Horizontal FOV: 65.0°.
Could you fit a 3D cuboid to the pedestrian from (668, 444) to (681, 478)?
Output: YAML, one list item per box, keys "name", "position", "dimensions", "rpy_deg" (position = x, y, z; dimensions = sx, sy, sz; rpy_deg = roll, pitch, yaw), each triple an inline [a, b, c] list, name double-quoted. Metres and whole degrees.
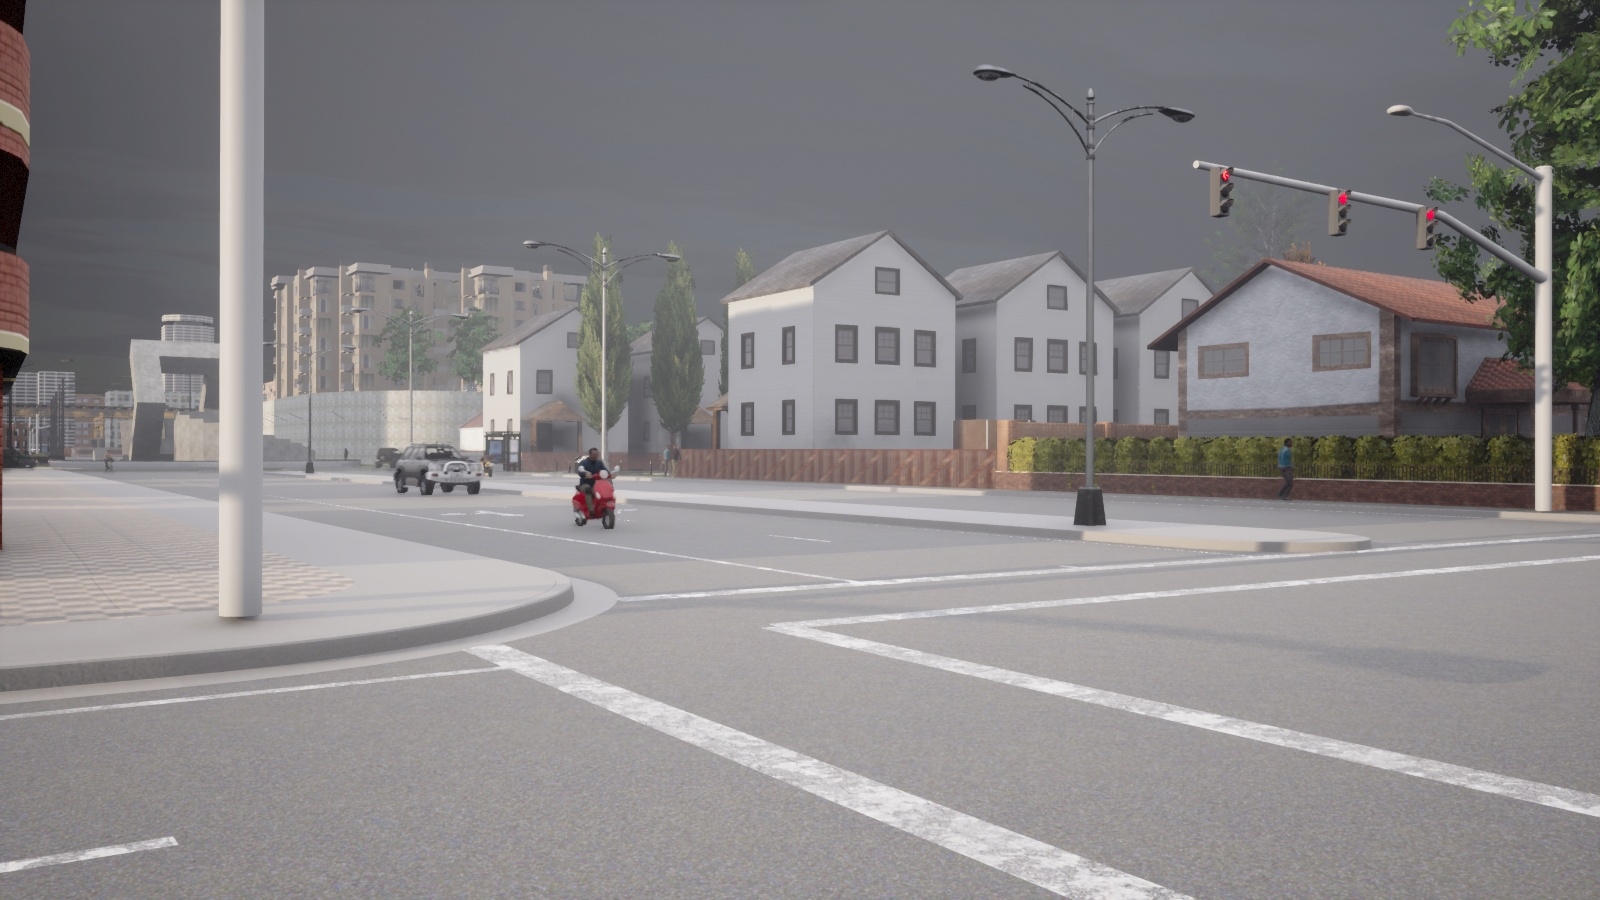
- name: "pedestrian"
  position: [-6.711, 0.579, 67.206]
  dimensions: [0.431, 1.840, 0.703]
  rpy_deg: [0, 0, -28]

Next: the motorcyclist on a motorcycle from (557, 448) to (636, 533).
- name: "motorcyclist on a motorcycle"
  position: [-4.006, 0.767, 24.646]
  dimensions: [0.866, 1.590, 1.817]
  rpy_deg: [0, 0, -33]

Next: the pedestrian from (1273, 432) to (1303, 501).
- name: "pedestrian"
  position: [13.838, 0.458, 35.622]
  dimensions: [0.396, 1.930, 0.692]
  rpy_deg: [0, 0, -32]

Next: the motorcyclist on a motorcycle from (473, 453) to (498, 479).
- name: "motorcyclist on a motorcycle"
  position: [-18.481, 0.947, 73.759]
  dimensions: [0.797, 1.523, 2.044]
  rpy_deg: [0, 0, -33]

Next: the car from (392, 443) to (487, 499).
- name: "car"
  position: [-12.741, 0.697, 44.213]
  dimensions: [1.932, 1.855, 4.605]
  rpy_deg: [0, 0, -33]

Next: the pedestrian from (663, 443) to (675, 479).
- name: "pedestrian"
  position: [-7.089, 0.581, 68.012]
  dimensions: [0.396, 1.930, 0.692]
  rpy_deg: [0, 0, -32]
